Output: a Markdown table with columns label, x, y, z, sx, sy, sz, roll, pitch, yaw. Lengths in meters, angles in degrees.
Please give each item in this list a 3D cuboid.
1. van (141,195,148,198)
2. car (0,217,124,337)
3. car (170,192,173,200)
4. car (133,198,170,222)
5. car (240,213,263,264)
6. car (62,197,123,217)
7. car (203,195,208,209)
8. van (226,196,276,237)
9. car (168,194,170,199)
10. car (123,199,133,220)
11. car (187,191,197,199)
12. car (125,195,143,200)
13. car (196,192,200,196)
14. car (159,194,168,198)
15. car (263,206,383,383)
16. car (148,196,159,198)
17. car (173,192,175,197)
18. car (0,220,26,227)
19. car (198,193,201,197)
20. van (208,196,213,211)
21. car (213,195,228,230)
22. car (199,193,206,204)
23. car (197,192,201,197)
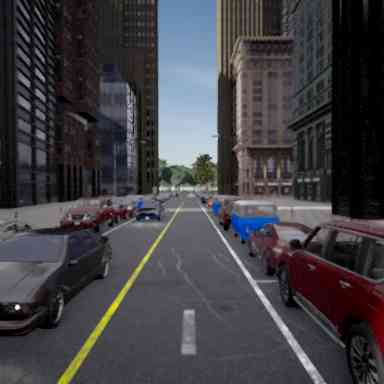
| label | x | y | z | sx | sy | sz | roll | pitch | yaw |
| --- | --- | --- | --- | --- | --- | --- | --- | --- | --- |
| van | -5.864 | 1.218 | 33.995 | 1.690 | 1.788 | 3.998 | -1 | 0 | 0 |
| car | -3.116 | 1.528 | 7.173 | 2.033 | 1.411 | 5.357 | 0 | 0 | 0 |
| car | -5.972 | 1.221 | 76.214 | 2.008 | 1.369 | 4.403 | -1 | 0 | 0 |
| car | -3.114 | 1.451 | 25.952 | 2.033 | 1.411 | 5.357 | 0 | 0 | 0 |
| car | 2.743 | 1.533 | 9.979 | 1.802 | 1.307 | 4.206 | -1 | 0 | 0 |
| car | -5.826 | 1.254 | 19.337 | 2.192 | 1.841 | 5.009 | -1 | 0 | 0 |
| car | 2.649 | 1.407 | 39.992 | 1.802 | 1.307 | 4.206 | -1 | 0 | 0 |
| van | 2.731 | 1.271 | 15.066 | 1.690 | 1.788 | 3.998 | -1 | 0 | 0 |
| car | -5.944 | 1.313 | 65.458 | 1.802 | 1.307 | 4.206 | -1 | 0 | 0 |
| car | -5.835 | 1.464 | 24.224 | 1.887 | 1.381 | 4.507 | -1 | 0 | 0 |
| car | -0.220 | 0.976 | 83.183 | 1.812 | 1.442 | 4.674 | 0 | 0 | 0 |
| car | -5.849 | 1.338 | 29.109 | 1.967 | 1.590 | 4.097 | -1 | 0 | 0 |
| car | 2.552 | 1.167 | 76.581 | 1.752 | 1.417 | 4.829 | -1 | 0 | 0 |
| car | -5.930 | 1.303 | 60.081 | 1.887 | 1.381 | 4.507 | -1 | 0 | 0 |
| car | 2.746 | 1.286 | 4.891 | 2.192 | 1.841 | 5.009 | -1 | 0 | 0 |
| car | -5.889 | 1.274 | 43.946 | 1.967 | 1.590 | 4.097 | -1 | 0 | 0 |
| car | -5.987 | 1.203 | 81.593 | 1.947 | 1.339 | 4.313 | -1 | 0 | 0 |
| car | -5.796 | 1.530 | 9.565 | 2.008 | 1.369 | 4.403 | -1 | 0 | 0 |
| car | 2.594 | 1.294 | 60.803 | 1.947 | 1.339 | 4.313 | -1 | 0 | 0 |
| van | 2.708 | 1.208 | 30.328 | 1.690 | 1.788 | 3.998 | -1 | 0 | 0 |
| car | 2.723 | 1.225 | 20.153 | 2.192 | 1.841 | 5.009 | -1 | 0 | 0 |
| car | 2.608 | 1.320 | 55.600 | 1.947 | 1.339 | 4.313 | -1 | 0 | 0 |
| car | 2.580 | 1.252 | 66.005 | 2.008 | 1.369 | 4.403 | -1 | 0 | 0 |
